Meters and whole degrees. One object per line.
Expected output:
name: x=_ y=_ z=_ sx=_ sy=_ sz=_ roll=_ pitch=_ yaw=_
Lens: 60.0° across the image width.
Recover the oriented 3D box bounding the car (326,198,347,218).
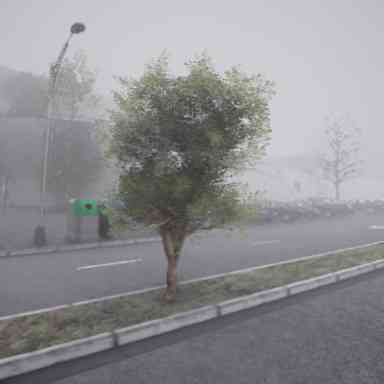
car: x=10.548 y=1.445 z=29.179 sx=5.008 sy=1.535 sz=2.097 roll=-1 pitch=0 yaw=30

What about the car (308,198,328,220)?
car: x=8.292 y=1.486 z=27.278 sx=4.674 sy=1.452 sz=2.002 roll=-1 pitch=-1 yaw=30

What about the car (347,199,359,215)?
car: x=12.752 y=1.322 z=31.131 sx=4.553 sy=1.767 sz=2.185 roll=-1 pitch=-1 yaw=29

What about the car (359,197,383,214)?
car: x=17.198 y=1.453 z=35.029 sx=4.892 sy=1.521 sz=2.231 roll=0 pitch=0 yaw=28

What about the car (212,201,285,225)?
car: x=3.702 y=1.479 z=23.531 sx=4.792 sy=1.488 sz=2.163 roll=-1 pitch=0 yaw=31

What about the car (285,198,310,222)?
car: x=6.024 y=1.447 z=25.378 sx=4.892 sy=1.521 sz=2.231 roll=-1 pitch=0 yaw=31
